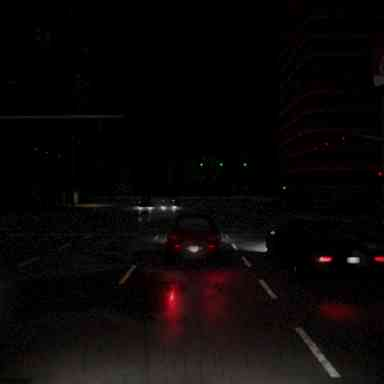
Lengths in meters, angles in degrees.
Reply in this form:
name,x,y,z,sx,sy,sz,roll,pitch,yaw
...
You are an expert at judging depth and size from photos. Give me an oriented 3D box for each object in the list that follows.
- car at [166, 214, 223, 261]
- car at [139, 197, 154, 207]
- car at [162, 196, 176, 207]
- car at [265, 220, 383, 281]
name,x,y,z,sx,sy,sz,roll,pitch,yaw
car,0.079,1.526,12.206,1.812,1.442,4.674,0,0,0
car,-7.055,1.507,51.836,1.837,1.490,4.892,0,0,0
car,-3.554,1.355,52.022,2.097,1.767,4.553,0,0,0
car,3.566,1.548,9.819,2.033,1.411,5.357,0,0,0
